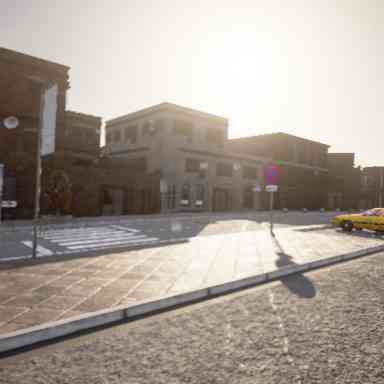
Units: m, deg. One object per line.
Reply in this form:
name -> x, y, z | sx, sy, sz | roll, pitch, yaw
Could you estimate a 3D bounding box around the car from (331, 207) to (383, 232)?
car -> 10.478, 1.521, 18.254 | 1.946, 1.575, 5.366 | 1, 0, -40
